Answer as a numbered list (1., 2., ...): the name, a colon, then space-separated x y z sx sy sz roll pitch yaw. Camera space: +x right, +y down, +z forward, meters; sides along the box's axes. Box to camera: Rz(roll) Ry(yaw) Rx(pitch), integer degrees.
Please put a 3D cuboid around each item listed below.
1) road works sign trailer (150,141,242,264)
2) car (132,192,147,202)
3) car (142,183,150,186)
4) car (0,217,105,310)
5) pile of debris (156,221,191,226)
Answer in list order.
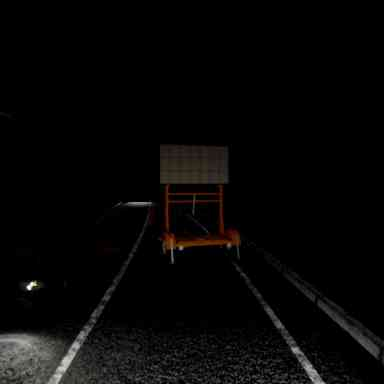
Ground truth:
1. road works sign trailer: 0.035 0.174 10.845 2.380 3.560 2.880 -1 1 -16
2. car: -7.800 0.745 49.562 1.994 1.385 4.181 0 3 -7
3. car: -12.503 -1.776 90.577 1.812 1.442 4.674 0 4 -7
4. car: -3.395 1.340 7.815 2.033 1.411 5.357 0 2 -3
5. pile of debris: -1.073 1.742 18.463 1.860 0.140 1.500 0 1 -5
